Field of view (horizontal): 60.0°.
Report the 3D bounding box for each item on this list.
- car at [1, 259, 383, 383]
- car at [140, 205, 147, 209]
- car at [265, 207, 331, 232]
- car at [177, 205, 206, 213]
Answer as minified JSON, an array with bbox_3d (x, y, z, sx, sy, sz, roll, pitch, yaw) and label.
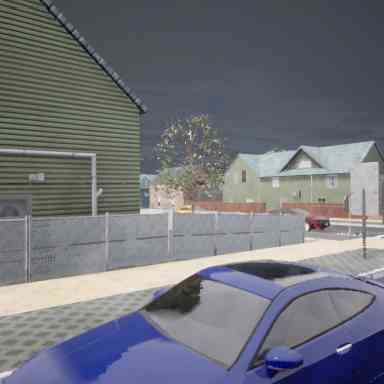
[{"bbox_3d":[0.594,1.525,3.430,4.674,1.442,1.812,0,0,-35],"label":"car"},{"bbox_3d":[-8.661,2.620,49.802,1.895,1.301,4.718,-1,-1,-36],"label":"car"},{"bbox_3d":[6.970,1.806,22.856,1.882,1.535,5.008,-1,-1,-36],"label":"car"},{"bbox_3d":[0.129,2.084,32.435,1.882,1.535,5.008,-1,0,-36],"label":"car"}]
